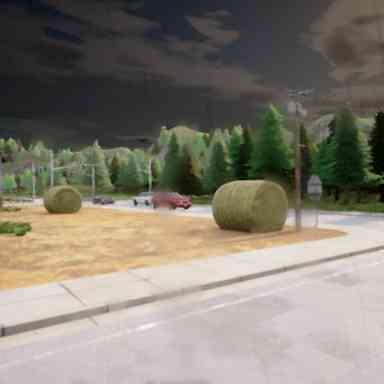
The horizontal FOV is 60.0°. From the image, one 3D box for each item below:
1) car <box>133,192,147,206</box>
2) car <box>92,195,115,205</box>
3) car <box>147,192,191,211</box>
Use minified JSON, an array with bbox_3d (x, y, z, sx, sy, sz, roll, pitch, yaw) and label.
[{"bbox_3d":[-6.613,1.008,48.929,2.150,2.045,5.566,-1,0,-38],"label":"car"},{"bbox_3d":[-13.992,1.234,52.585,2.097,1.767,4.553,-1,0,-38],"label":"car"},{"bbox_3d":[-2.419,1.041,37.763,2.150,2.045,5.566,-1,1,-38],"label":"car"}]
